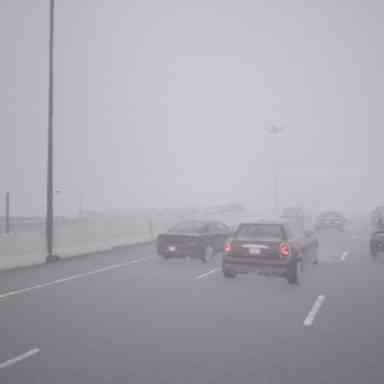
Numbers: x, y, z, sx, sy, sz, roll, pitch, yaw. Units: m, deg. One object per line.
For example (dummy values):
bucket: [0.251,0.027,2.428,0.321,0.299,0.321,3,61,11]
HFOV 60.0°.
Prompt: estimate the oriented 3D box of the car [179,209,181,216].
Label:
car: [-0.423,2.903,48.712,2.128,1.511,4.902,-2,-2,29]

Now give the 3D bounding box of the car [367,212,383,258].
car: [8.243,1.750,13.412,2.128,1.511,4.902,-2,-2,29]

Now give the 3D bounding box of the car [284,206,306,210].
car: [9.431,2.066,30.031,2.097,1.767,4.553,-2,-2,29]

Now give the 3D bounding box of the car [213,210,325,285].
car: [2.703,1.623,10.676,2.097,1.767,4.553,-2,-2,29]

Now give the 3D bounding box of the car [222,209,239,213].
car: [5.651,2.434,45.263,2.150,2.045,5.566,-2,-2,29]

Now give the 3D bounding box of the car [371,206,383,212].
car: [15.555,1.867,26.645,2.097,1.767,4.553,-2,-2,29]

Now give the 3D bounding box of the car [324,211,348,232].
car: [10.148,2.081,24.134,2.033,1.411,5.357,-2,-2,29]

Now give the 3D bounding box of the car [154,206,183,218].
car: [-3.512,2.988,50.354,1.882,1.535,5.008,-2,-2,29]

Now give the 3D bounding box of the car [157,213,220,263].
car: [0.508,1.879,13.909,1.882,1.535,5.008,-2,-2,29]
